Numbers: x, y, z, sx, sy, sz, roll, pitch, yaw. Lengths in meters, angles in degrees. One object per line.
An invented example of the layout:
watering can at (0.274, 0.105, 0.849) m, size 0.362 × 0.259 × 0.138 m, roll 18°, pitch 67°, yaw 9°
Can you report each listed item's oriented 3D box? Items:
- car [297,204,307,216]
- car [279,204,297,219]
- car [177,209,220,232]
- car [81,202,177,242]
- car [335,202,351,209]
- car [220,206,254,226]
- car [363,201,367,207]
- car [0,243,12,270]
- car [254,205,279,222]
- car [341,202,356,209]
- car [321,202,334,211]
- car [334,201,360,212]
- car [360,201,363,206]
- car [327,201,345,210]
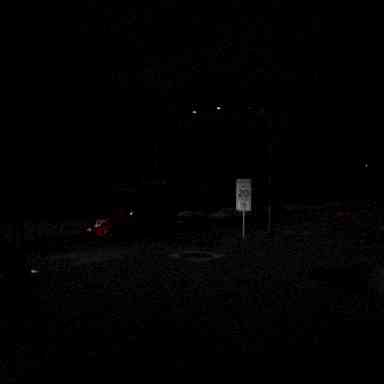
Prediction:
car at (12.310, 2.091, 39.575) m, size 2.008 × 1.369 × 4.403 m, roll -1°, pitch -1°, yaw 35°
car at (9.181, 2.030, 35.170) m, size 1.947 × 1.339 × 4.313 m, roll -1°, pitch -1°, yaw 35°
car at (-0.205, 1.816, 21.956) m, size 1.802 × 1.307 × 4.206 m, roll -1°, pitch -1°, yaw 35°
car at (-3.333, 1.473, 17.556) m, size 2.192 × 1.841 × 5.009 m, roll -1°, pitch -1°, yaw 35°
car at (27.953, 2.483, 61.596) m, size 1.947 × 1.339 × 4.313 m, roll -1°, pitch -1°, yaw 35°
car at (2.826, 1.834, 26.223) m, size 1.752 × 1.417 × 4.829 m, roll -1°, pitch -1°, yaw 35°
car at (40.467, 2.786, 79.213) m, size 1.947 × 1.339 × 4.313 m, roll -1°, pitch -1°, yaw 35°
car at (-6.858, 1.609, 7.849) m, size 1.895 × 1.301 × 4.718 m, roll 1°, pitch -1°, yaw 35°
car at (6.053, 1.953, 30.766) m, size 1.947 × 1.339 × 4.313 m, roll -1°, pitch -1°, yaw 35°
car at (31.082, 2.574, 66.001) m, size 1.802 × 1.307 × 4.206 m, roll -1°, pitch -1°, yaw 35°
car at (21.696, 2.318, 52.788) m, size 2.008 × 1.369 × 4.403 m, roll -1°, pitch -1°, yaw 35°
car at (23.929, 2.270, 51.190) m, size 2.128 × 1.511 × 4.902 m, roll 0°, pitch -1°, yaw 36°
car at (34.210, 2.633, 70.405) m, size 1.947 × 1.339 × 4.313 m, roll -1°, pitch -1°, yaw 35°
car at (24.726, 2.365, 57.054) m, size 1.752 × 1.417 × 4.829 m, roll -1°, pitch -1°, yaw 35°
